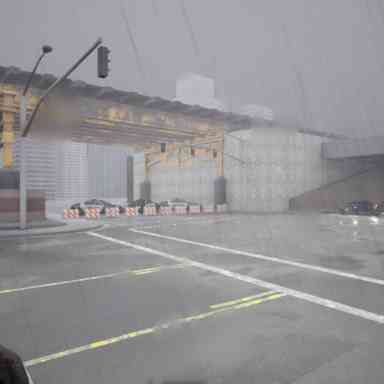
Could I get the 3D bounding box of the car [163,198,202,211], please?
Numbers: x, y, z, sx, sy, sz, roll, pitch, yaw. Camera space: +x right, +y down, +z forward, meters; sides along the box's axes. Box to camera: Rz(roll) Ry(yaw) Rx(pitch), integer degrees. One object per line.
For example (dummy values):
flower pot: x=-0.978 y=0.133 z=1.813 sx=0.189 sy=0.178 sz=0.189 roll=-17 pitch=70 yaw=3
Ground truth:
car: x=-1.403 y=1.295 z=38.530 sx=4.536 sy=1.218 sz=1.853 roll=0 pitch=0 yaw=-7

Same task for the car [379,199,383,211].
car: x=24.838 y=1.547 z=40.149 sx=5.357 sy=1.411 sz=2.033 roll=0 pitch=0 yaw=-37

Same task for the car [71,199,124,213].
car: x=-9.046 y=1.295 z=32.085 sx=4.536 sy=1.218 sz=1.853 roll=0 pitch=0 yaw=8

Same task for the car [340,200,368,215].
car: x=17.188 y=1.526 z=34.377 sx=4.674 sy=1.442 sz=1.812 roll=0 pitch=0 yaw=-37

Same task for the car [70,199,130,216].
car: x=-8.995 y=1.453 z=32.078 sx=4.974 sy=1.542 sz=2.038 roll=0 pitch=0 yaw=8

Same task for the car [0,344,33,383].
car: x=-3.331 y=1.492 z=1.395 sx=4.902 sy=1.511 sz=2.128 roll=0 pitch=0 yaw=-35

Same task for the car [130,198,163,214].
car: x=-5.255 y=1.453 z=34.770 sx=2.038 sy=1.542 sz=4.974 roll=0 pitch=0 yaw=18

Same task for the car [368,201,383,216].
car: x=18.967 y=1.352 z=31.332 sx=4.553 sy=1.767 sz=2.097 roll=0 pitch=0 yaw=-37

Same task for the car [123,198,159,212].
car: x=-5.239 y=1.295 z=34.819 sx=1.853 sy=1.218 sz=4.536 roll=0 pitch=0 yaw=18

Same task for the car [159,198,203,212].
car: x=-1.351 y=1.453 z=38.536 sx=4.974 sy=1.542 sz=2.038 roll=0 pitch=0 yaw=-7
